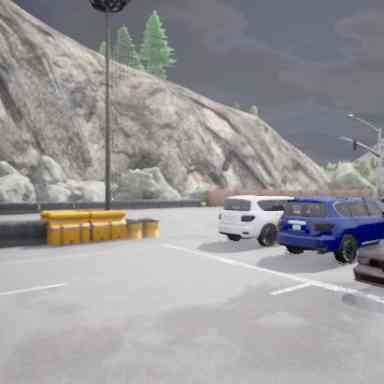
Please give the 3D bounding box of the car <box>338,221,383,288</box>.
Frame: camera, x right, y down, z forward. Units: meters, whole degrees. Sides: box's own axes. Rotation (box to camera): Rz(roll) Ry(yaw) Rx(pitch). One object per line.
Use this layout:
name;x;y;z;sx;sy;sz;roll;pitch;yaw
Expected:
car;6.045;1.517;8.057;5.357;1.411;2.033;0;0;-35

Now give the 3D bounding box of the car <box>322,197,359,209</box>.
car;19.541;1.369;43.686;5.357;1.411;2.033;0;0;-36

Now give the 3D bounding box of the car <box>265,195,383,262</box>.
car;5.445;1.184;11.926;5.566;2.045;2.150;0;0;-35

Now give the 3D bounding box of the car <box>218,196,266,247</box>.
car;3.695;1.182;14.977;5.566;2.045;2.150;0;0;-35

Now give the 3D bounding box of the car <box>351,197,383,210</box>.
car;22.118;1.366;41.225;5.357;1.411;2.033;0;0;-35

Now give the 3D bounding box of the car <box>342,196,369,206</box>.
car;25.733;1.376;52.302;4.718;1.301;1.895;0;0;-35

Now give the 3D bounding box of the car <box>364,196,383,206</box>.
car;27.715;1.301;49.416;4.674;1.442;1.812;0;0;-35

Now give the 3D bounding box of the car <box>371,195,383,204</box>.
car;33.290;1.237;57.689;4.892;1.490;1.837;0;0;-35

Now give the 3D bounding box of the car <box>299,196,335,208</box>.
car;17.529;1.369;46.531;5.357;1.411;2.033;0;0;-35
